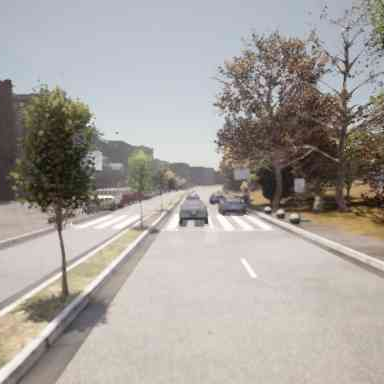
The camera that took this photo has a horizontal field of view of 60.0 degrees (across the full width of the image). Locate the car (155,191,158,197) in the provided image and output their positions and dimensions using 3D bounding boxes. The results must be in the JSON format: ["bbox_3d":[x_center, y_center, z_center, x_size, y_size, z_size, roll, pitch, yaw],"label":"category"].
[{"bbox_3d":[-7.999,0.414,59.723,2.163,1.488,4.792,0,1,0],"label":"car"}]

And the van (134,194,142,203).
[{"bbox_3d":[-8.091,0.504,42.995,1.878,1.987,4.442,0,1,0],"label":"van"}]

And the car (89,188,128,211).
[{"bbox_3d":[-8.152,0.691,31.992,2.435,2.045,5.566,0,1,0],"label":"car"}]

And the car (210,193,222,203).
[{"bbox_3d":[3.247,0.809,42.937,1.994,1.385,4.181,0,1,0],"label":"car"}]

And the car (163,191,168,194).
[{"bbox_3d":[-7.877,-0.114,81.939,2.231,1.521,4.892,0,1,0],"label":"car"}]

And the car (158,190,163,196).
[{"bbox_3d":[-7.938,0.170,70.815,2.163,1.488,4.792,0,1,0],"label":"car"}]

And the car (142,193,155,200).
[{"bbox_3d":[-8.031,0.250,54.173,2.435,2.045,5.566,0,1,0],"label":"car"}]

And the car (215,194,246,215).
[{"bbox_3d":[3.248,1.101,27.696,1.994,1.385,4.181,0,1,0],"label":"car"}]

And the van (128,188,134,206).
[{"bbox_3d":[-8.123,0.613,37.450,1.878,1.987,4.442,0,1,0],"label":"van"}]

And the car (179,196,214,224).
[{"bbox_3d":[0.097,1.197,21.587,2.033,1.411,5.357,0,1,0],"label":"car"}]

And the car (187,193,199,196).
[{"bbox_3d":[0.097,0.796,42.720,2.033,1.411,5.357,0,1,0],"label":"car"}]
